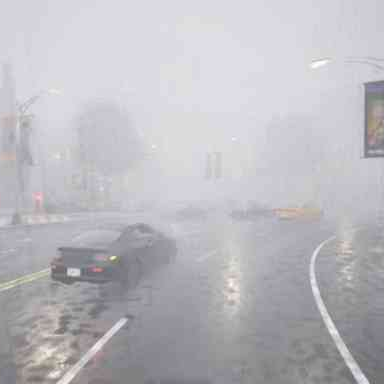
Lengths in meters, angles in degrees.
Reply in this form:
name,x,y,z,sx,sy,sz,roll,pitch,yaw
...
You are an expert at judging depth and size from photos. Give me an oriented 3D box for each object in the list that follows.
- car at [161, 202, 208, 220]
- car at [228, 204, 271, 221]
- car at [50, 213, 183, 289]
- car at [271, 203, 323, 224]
name,x,y,z,sx,sy,sz,roll,pitch,yaw
car,-0.509,1.529,26.919,1.812,1.442,4.674,0,0,40
car,5.167,1.674,28.076,4.718,1.301,1.895,1,0,-45
car,-1.868,1.506,9.128,1.812,1.442,4.674,0,0,15
car,8.606,1.592,26.255,5.008,1.535,1.882,1,0,-44
